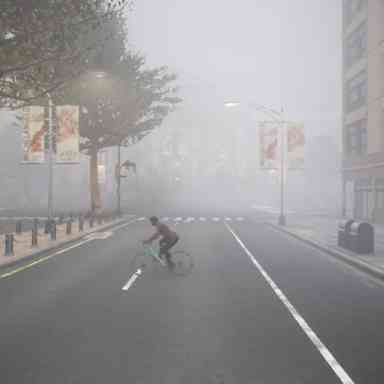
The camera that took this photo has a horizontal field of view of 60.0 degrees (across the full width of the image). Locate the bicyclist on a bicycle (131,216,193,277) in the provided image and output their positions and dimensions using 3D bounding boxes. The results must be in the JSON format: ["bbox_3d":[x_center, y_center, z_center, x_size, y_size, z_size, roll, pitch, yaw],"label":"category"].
[{"bbox_3d":[-0.817,1.455,8.784,1.656,1.620,0.582,-2,0,2],"label":"bicyclist on a bicycle"}]
